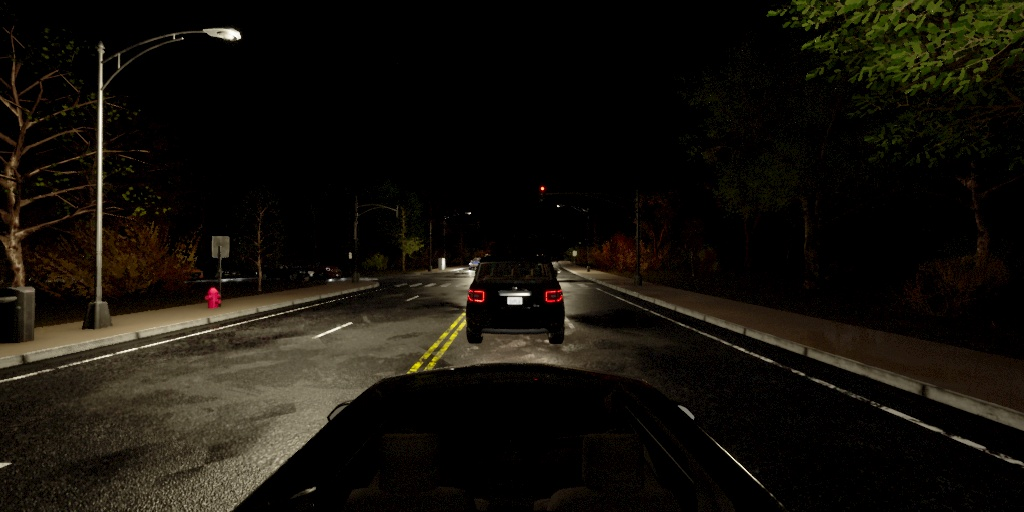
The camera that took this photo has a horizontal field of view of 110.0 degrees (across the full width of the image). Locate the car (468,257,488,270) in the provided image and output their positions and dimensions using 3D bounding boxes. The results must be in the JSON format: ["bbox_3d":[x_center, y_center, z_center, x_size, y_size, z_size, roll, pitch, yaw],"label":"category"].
[{"bbox_3d":[-4.768,1.055,50.920,2.097,1.767,4.553,0,0,4],"label":"car"}]

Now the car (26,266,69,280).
[{"bbox_3d":[-46.810,1.672,35.752,4.892,1.490,1.837,-1,-1,10],"label":"car"}]

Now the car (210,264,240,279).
[{"bbox_3d":[-30.056,1.534,36.141,4.892,1.490,1.837,-1,-1,10],"label":"car"}]

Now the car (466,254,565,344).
[{"bbox_3d":[0.110,0.972,9.727,2.150,2.045,5.566,0,0,1],"label":"car"}]

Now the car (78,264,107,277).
[{"bbox_3d":[-47.002,1.550,39.088,4.553,1.767,2.097,0,-1,10],"label":"car"}]

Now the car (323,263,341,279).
[{"bbox_3d":[-18.734,1.260,34.223,4.553,1.767,2.097,-1,-1,9],"label":"car"}]

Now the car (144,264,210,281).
[{"bbox_3d":[-31.128,1.485,33.028,5.008,1.535,1.882,0,-1,10],"label":"car"}]

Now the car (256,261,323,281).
[{"bbox_3d":[-19.561,1.375,31.041,4.902,1.511,2.128,-1,-1,10],"label":"car"}]

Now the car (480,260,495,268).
[{"bbox_3d":[-4.065,1.285,59.876,1.895,1.301,4.718,0,0,5],"label":"car"}]
